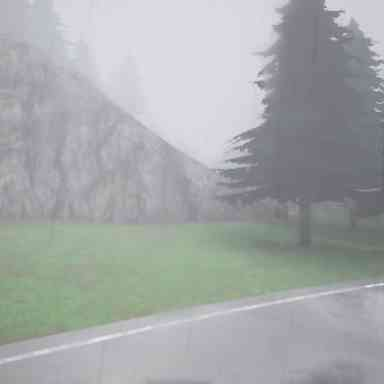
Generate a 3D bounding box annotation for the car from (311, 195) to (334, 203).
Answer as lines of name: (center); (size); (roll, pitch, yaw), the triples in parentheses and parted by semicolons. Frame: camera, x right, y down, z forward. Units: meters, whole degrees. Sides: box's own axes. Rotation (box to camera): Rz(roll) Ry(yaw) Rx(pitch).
car: (20.497, 1.135, 52.936); (2.033, 1.411, 5.357); (0, 0, -9)
